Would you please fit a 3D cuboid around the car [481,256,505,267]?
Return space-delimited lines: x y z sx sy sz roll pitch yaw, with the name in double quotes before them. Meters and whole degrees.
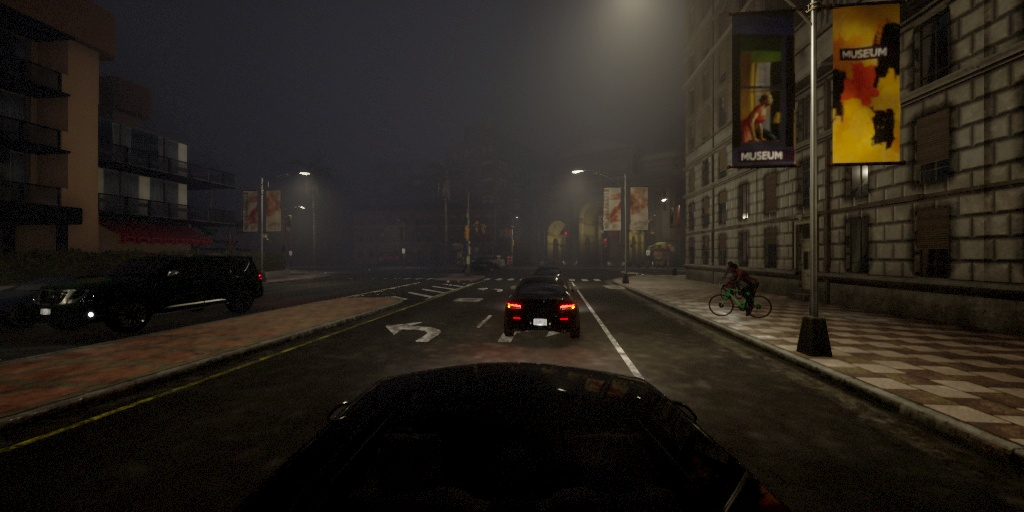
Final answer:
"car" -3.844 0.971 52.228 5.566 2.045 2.150 0 0 7

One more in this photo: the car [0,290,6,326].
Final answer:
"car" -14.195 1.297 11.681 2.033 1.411 5.357 0 0 7

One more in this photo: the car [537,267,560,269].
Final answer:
"car" 1.936 1.276 18.952 1.812 1.442 4.674 0 0 7

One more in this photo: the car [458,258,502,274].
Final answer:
"car" -3.973 1.255 41.766 4.892 1.490 1.837 0 -1 -43

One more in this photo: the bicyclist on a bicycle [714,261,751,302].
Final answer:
"bicyclist on a bicycle" 9.284 1.050 15.085 1.656 1.620 0.582 0 0 -28

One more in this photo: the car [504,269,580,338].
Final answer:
"car" 0.885 1.276 10.110 1.812 1.442 4.674 0 0 7

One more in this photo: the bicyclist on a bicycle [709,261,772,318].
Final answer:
"bicyclist on a bicycle" 6.862 1.051 10.824 1.656 1.620 0.582 0 0 22

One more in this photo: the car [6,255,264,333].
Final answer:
"car" -10.705 0.971 11.256 2.150 2.045 5.566 0 0 8
